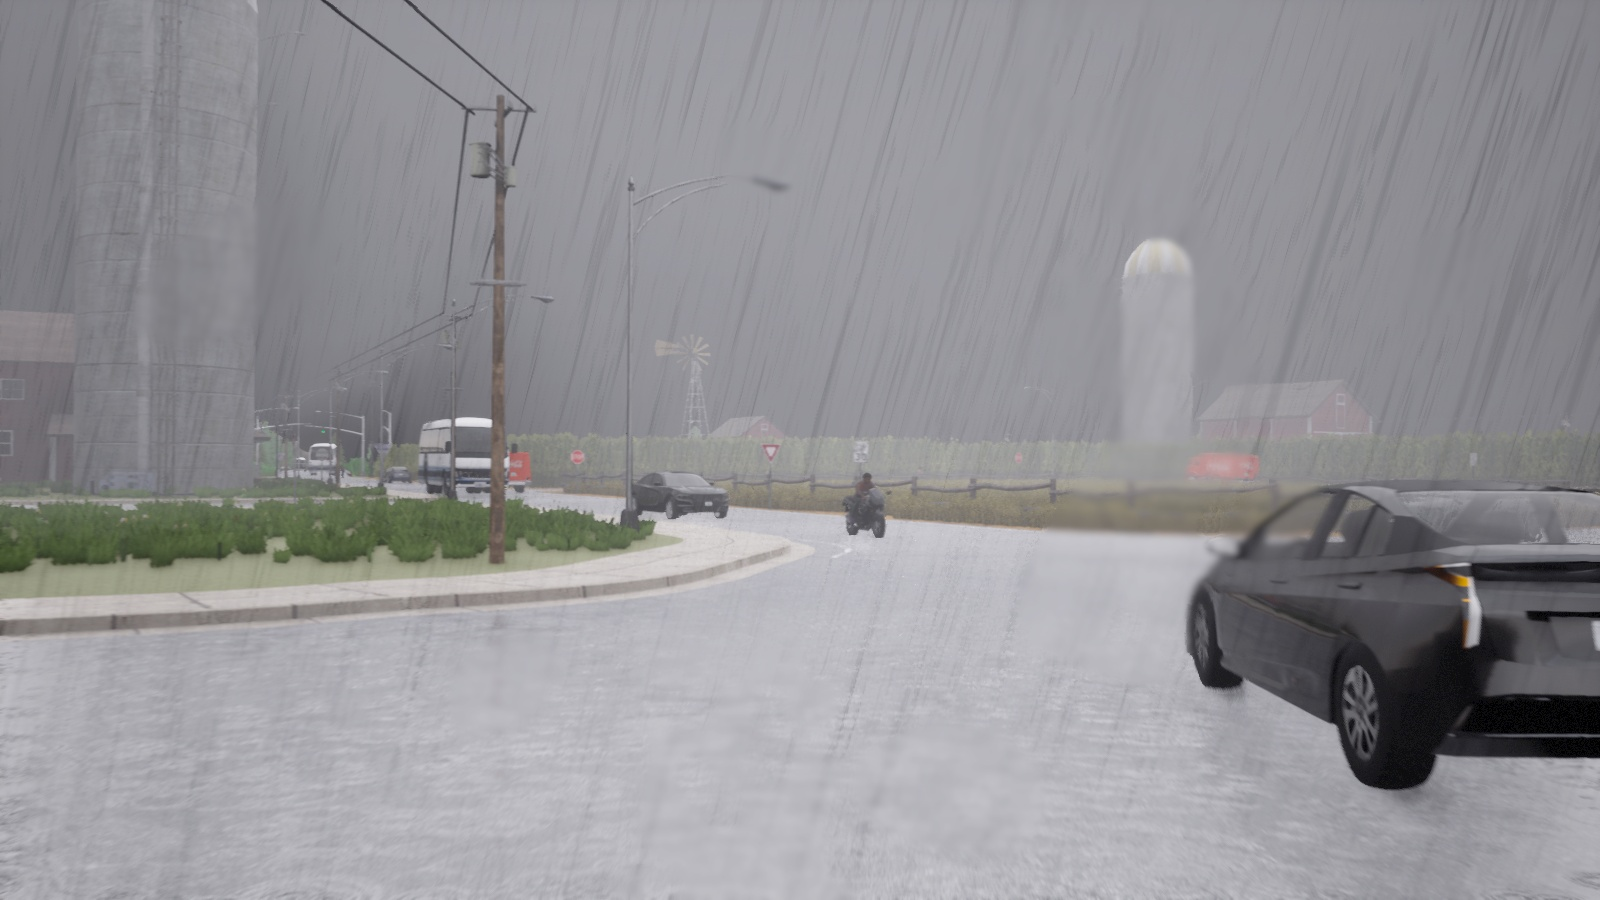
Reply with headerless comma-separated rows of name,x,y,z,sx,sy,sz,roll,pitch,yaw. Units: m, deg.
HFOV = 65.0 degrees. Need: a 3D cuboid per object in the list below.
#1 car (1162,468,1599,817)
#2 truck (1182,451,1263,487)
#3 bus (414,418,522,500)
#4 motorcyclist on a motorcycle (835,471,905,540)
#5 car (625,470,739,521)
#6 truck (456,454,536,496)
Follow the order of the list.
car,3.766,0.876,7.741,2.007,1.525,4.514,0,-1,4
truck,30.231,1.352,90.045,2.627,2.467,5.204,0,0,-27
bus,-18.729,0.516,70.223,3.944,4.253,10.273,0,-1,-26
motorcyclist on a motorcycle,1.611,1.277,29.419,0.797,1.523,2.044,0,-1,-23
car,-3.911,1.444,40.751,1.882,1.535,5.008,0,-1,-28
truck,-18.417,1.492,75.918,2.627,2.467,5.204,0,-1,-40
